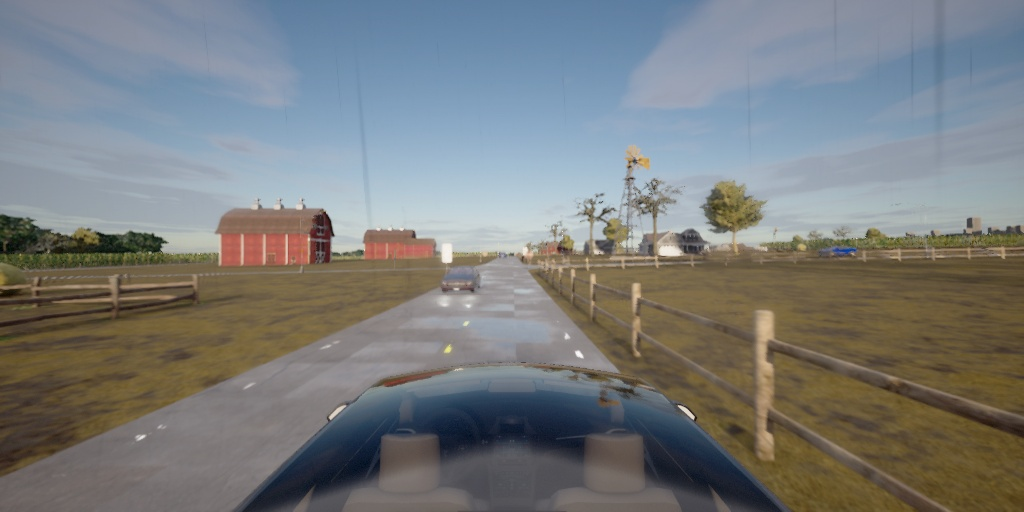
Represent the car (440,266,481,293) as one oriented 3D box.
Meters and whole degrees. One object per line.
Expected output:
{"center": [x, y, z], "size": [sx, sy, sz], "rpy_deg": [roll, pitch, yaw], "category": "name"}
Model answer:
{"center": [-2.846, 1.301, 21.062], "size": [2.033, 1.411, 5.357], "rpy_deg": [0, 0, 0], "category": "car"}
